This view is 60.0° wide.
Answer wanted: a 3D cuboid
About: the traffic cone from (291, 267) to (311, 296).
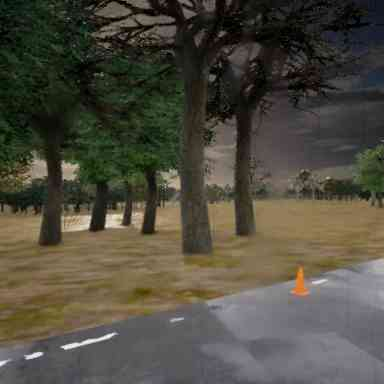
[{"bbox_3d":[2.545,2.061,7.772,0.340,0.580,0.340,1,-1,-37],"label":"traffic cone"}]
